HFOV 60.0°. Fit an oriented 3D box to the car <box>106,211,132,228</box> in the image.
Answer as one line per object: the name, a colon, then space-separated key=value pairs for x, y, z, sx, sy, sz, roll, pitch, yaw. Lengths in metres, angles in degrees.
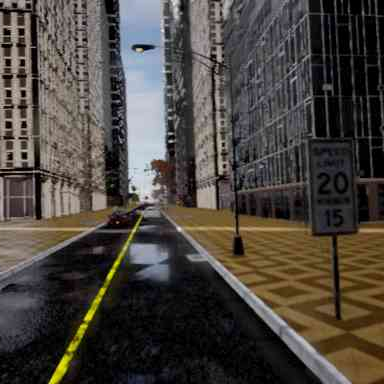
car: x=-6.389 y=2.376 z=29.377 sx=1.994 sy=1.385 sz=4.181 roll=-2 pitch=-1 yaw=-7

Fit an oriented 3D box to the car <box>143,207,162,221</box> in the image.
car: x=-4.563 y=2.441 z=37.935 sx=1.812 sy=1.442 sz=4.674 roll=-2 pitch=-1 yaw=-7

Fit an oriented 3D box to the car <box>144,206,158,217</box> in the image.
car: x=-5.942 y=2.779 z=48.567 sx=1.895 sy=1.301 sz=4.718 roll=-2 pitch=-1 yaw=-7
